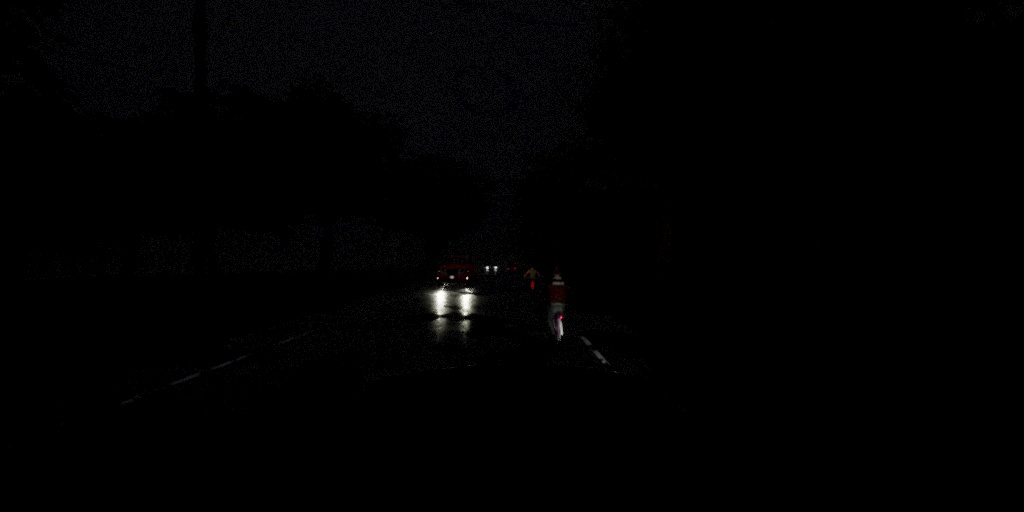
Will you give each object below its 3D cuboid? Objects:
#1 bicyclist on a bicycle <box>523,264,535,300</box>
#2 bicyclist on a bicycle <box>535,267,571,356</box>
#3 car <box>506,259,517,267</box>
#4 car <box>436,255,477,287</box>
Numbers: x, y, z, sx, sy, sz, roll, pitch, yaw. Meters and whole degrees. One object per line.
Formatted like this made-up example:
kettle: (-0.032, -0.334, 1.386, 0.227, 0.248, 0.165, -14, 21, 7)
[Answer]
bicyclist on a bicycle: (0.917, 1.153, 16.304, 0.866, 1.612, 1.509, 0, 0, 0)
bicyclist on a bicycle: (0.945, 1.105, 7.726, 0.659, 1.776, 1.843, 0, 0, 0)
car: (-0.082, 1.276, 63.178, 1.895, 1.301, 4.718, 0, 0, 0)
car: (-3.667, 0.923, 24.597, 2.150, 2.045, 5.566, 0, 0, 0)
